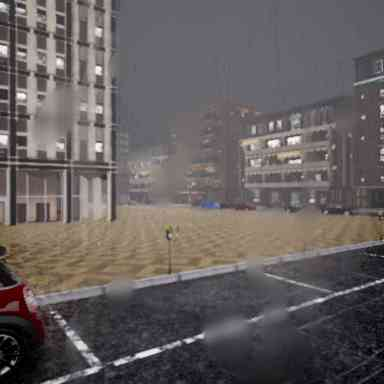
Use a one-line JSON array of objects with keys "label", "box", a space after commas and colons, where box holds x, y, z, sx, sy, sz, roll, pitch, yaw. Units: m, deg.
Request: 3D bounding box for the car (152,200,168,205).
[{"label": "car", "box": [-8.182, 2.775, 89.715, 1.967, 1.590, 4.097, -1, 0, -36]}]

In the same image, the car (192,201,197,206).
[{"label": "car", "box": [1.617, 2.671, 76.180, 1.802, 1.307, 4.206, -1, 0, -36]}]

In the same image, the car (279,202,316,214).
[{"label": "car", "box": [14.314, 2.170, 44.122, 2.008, 1.369, 4.403, -1, 0, -36]}]

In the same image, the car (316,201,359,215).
[{"label": "car", "box": [17.580, 2.089, 39.611, 2.008, 1.369, 4.403, -1, 0, -36]}]

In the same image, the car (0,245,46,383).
[{"label": "car", "box": [-3.986, 1.434, 3.725, 4.097, 1.590, 1.967, 0, -1, -35]}]

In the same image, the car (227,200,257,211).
[{"label": "car", "box": [8.236, 2.316, 52.598, 1.887, 1.381, 4.507, -1, 0, -36]}]

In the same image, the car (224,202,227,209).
[{"label": "car", "box": [5.846, 2.444, 60.574, 1.994, 1.385, 4.181, 0, -1, -35]}]

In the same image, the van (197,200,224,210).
[{"label": "van", "box": [3.317, 2.236, 59.485, 1.690, 1.788, 3.998, -1, 0, -36]}]

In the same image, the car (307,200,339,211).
[{"label": "car", "box": [19.999, 2.073, 50.999, 1.967, 1.590, 4.097, -1, 0, -36]}]

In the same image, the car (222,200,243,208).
[{"label": "car", "box": [8.148, 2.366, 67.161, 1.967, 1.590, 4.097, -1, 0, -36]}]

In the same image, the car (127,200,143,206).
[{"label": "car", "box": [-14.969, 2.903, 84.802, 2.008, 1.369, 4.403, -1, 0, -36]}]

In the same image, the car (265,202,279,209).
[{"label": "car", "box": [14.742, 2.345, 58.181, 1.802, 1.307, 4.206, -1, 0, -36]}]

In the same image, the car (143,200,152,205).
[{"label": "car", "box": [-11.444, 2.982, 94.226, 1.947, 1.339, 4.313, -1, 0, -36]}]
